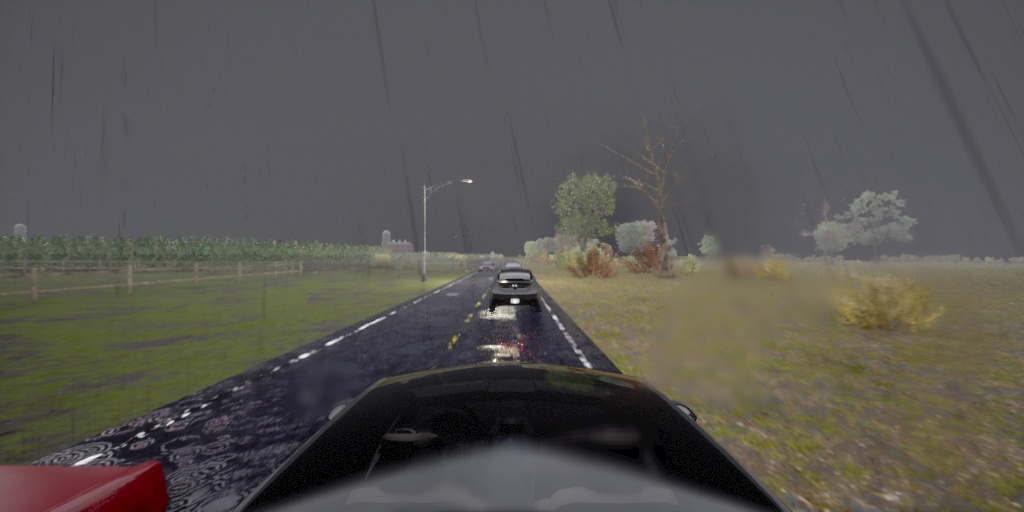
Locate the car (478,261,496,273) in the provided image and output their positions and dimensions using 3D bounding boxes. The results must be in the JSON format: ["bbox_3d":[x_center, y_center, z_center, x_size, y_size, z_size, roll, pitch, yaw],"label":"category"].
[{"bbox_3d":[-2.832,1.244,41.567,1.994,1.385,4.181,0,0,0],"label":"car"}]

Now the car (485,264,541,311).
[{"bbox_3d":[0.102,1.229,14.246,1.837,1.490,4.892,0,0,0],"label":"car"}]

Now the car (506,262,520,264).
[{"bbox_3d":[0.104,1.238,32.341,2.033,1.411,5.357,0,0,0],"label":"car"}]
